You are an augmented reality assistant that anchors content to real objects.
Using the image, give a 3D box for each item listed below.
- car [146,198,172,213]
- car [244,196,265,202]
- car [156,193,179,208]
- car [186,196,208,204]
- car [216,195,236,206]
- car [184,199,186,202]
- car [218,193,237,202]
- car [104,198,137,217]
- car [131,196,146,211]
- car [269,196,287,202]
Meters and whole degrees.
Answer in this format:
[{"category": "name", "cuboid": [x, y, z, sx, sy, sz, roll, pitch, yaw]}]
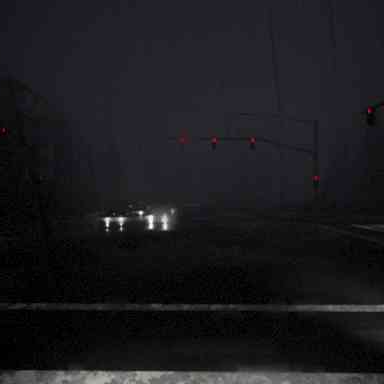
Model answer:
[{"category": "car", "cuboid": [-3.514, 1.598, 36.478, 1.895, 1.301, 4.718, 0, 0, -1]}, {"category": "car", "cuboid": [13.762, 1.533, 73.574, 5.357, 1.411, 2.033, 0, 0, -39]}, {"category": "car", "cuboid": [-3.137, 1.219, 47.032, 2.150, 2.045, 5.566, 0, 0, 6]}, {"category": "car", "cuboid": [1.254, 1.595, 62.437, 1.895, 1.301, 4.718, 0, 0, 26]}, {"category": "car", "cuboid": [5.410, 1.596, 53.879, 1.895, 1.301, 4.718, 0, 0, 17]}, {"category": "car", "cuboid": [0.510, 1.530, 68.509, 2.033, 1.411, 5.357, 0, 0, 31]}, {"category": "car", "cuboid": [6.841, 1.216, 65.406, 2.150, 2.045, 5.566, 0, 0, 35]}, {"category": "car", "cuboid": [-6.943, 1.545, 32.051, 2.033, 1.411, 5.357, 0, 0, -1]}, {"category": "car", "cuboid": [-6.883, 1.348, 41.526, 2.097, 1.767, 4.553, 0, 0, 1]}, {"category": "car", "cuboid": [18.827, 1.518, 73.239, 4.674, 1.442, 1.812, 0, 0, -36]}]
